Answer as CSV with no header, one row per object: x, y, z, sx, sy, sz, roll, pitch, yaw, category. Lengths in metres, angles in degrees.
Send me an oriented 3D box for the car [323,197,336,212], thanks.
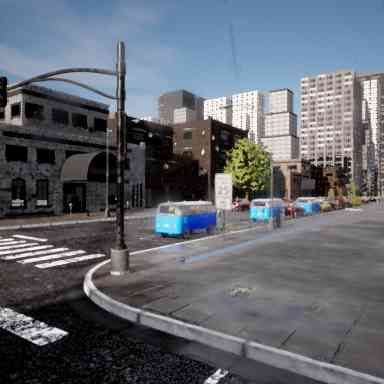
15.738,1.671,40.446,1.752,1.417,4.829,0,0,35,car

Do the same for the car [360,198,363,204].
28.397,1.749,58.546,1.752,1.417,4.829,0,0,35,car

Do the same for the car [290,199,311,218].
9.311,1.656,31.256,1.887,1.381,4.507,0,0,35,car

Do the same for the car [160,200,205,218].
-0.808,1.559,31.410,1.752,1.417,4.829,0,0,35,car

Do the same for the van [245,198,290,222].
6.148,1.436,26.732,1.690,1.788,3.998,0,0,35,van

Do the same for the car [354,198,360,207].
25.136,1.517,53.882,2.192,1.841,5.009,0,0,35,car

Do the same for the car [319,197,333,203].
30.935,1.793,76.798,1.947,1.339,4.313,0,0,35,car

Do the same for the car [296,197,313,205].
21.442,1.706,63.223,1.887,1.381,4.507,0,0,35,car

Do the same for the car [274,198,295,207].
15.113,1.666,54.174,1.887,1.381,4.507,0,0,35,car

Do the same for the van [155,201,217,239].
-0.182,1.407,17.682,1.690,1.788,3.998,0,0,35,van

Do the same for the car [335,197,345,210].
18.805,1.730,44.831,1.947,1.339,4.313,0,0,35,car

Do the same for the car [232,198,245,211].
5.620,1.507,40.600,1.967,1.590,4.097,0,0,35,car

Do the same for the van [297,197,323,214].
12.477,1.469,35.781,1.690,1.788,3.998,0,0,35,van

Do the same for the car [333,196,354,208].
21.971,1.498,49.357,2.192,1.841,5.009,0,0,35,car

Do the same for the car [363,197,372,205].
34.628,1.810,67.456,1.887,1.381,4.507,0,0,35,car

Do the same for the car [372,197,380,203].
44.123,1.900,81.031,1.947,1.339,4.313,0,0,35,car

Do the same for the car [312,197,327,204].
27.674,1.729,72.134,1.752,1.417,4.829,0,0,35,car

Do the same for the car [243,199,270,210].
8.784,1.629,45.125,1.887,1.381,4.507,0,0,35,car

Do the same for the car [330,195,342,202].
37.265,1.713,85.848,1.967,1.590,4.097,0,0,35,car
